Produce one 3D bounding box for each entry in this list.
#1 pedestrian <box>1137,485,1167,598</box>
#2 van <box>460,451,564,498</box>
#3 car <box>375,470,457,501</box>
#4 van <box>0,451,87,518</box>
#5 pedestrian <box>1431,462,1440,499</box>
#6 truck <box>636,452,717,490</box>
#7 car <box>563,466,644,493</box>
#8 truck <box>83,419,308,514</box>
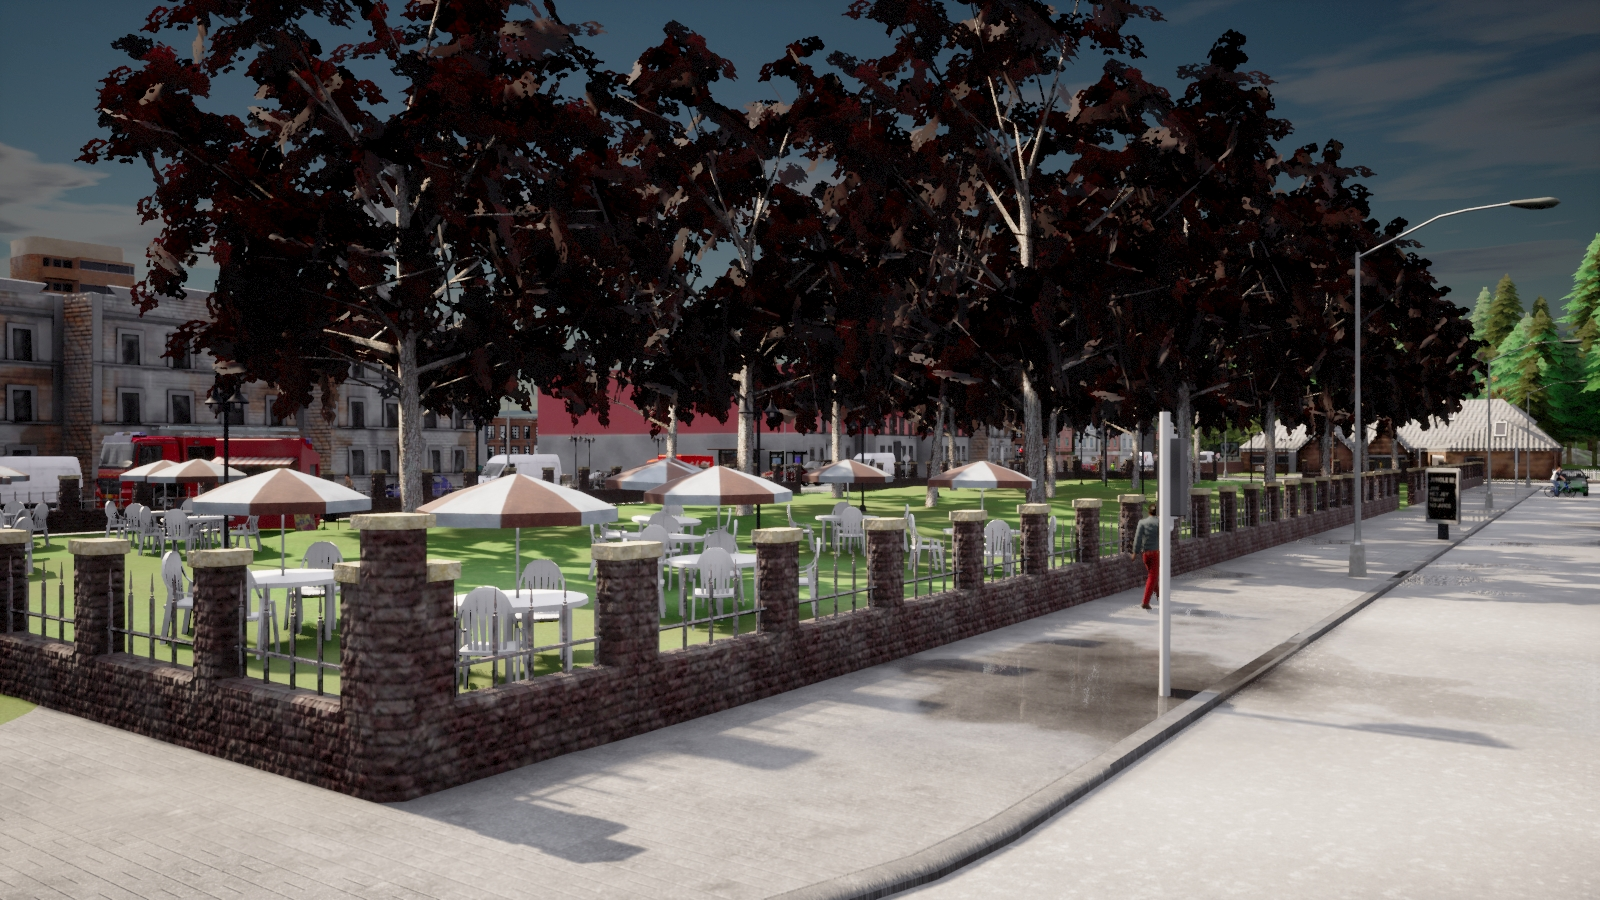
[{"bbox_3d":[5.930,1.525,19.255,0.375,1.860,0.375,0,0,37],"label":"pedestrian"},{"bbox_3d":[-16.329,1.314,65.083,1.988,2.561,5.915,0,0,35],"label":"van"},{"bbox_3d":[-20.045,1.818,59.739,1.845,1.501,3.633,0,0,35],"label":"car"},{"bbox_3d":[-31.087,1.315,43.913,1.988,2.561,5.915,0,0,35],"label":"van"},{"bbox_3d":[32.127,1.525,57.732,0.375,1.860,0.375,0,0,35],"label":"pedestrian"},{"bbox_3d":[-8.233,1.348,76.671,2.627,2.467,5.204,0,0,35],"label":"truck"},{"bbox_3d":[-12.166,1.814,71.050,2.097,1.535,5.006,0,0,35],"label":"car"},{"bbox_3d":[-26.599,0.670,50.777,2.891,3.827,8.468,0,0,35],"label":"truck"}]
